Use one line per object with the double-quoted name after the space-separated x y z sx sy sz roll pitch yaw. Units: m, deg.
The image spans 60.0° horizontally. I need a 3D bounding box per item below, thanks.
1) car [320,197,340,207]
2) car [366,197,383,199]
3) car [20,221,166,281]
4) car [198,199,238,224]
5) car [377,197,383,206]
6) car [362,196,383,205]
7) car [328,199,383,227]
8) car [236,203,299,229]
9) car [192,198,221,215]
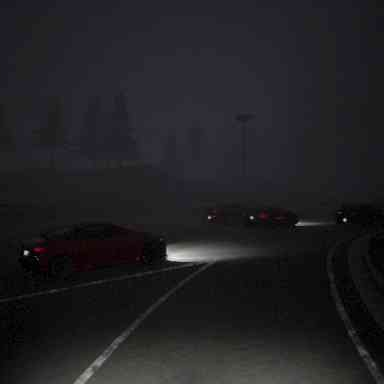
20.854 1.473 49.515 4.902 1.511 2.128 0 0 -41 "car"
24.381 1.511 43.295 4.674 1.442 1.812 0 0 -41 "car"
-2.825 1.561 10.031 4.181 1.385 1.994 0 0 -41 "car"
3.017 1.496 24.496 4.892 1.490 1.837 0 0 -41 "car"
32.839 1.506 55.532 4.674 1.442 1.812 0 0 -41 "car"
32.924 1.527 60.223 5.357 1.411 2.033 0 0 -41 "car"
11.484 1.497 22.622 4.892 1.490 1.837 0 0 -41 "car"
5.176 1.556 21.734 4.181 1.385 1.994 0 0 -41 "car"
2.222 1.342 33.121 4.553 1.767 2.097 0 0 -41 "car"
